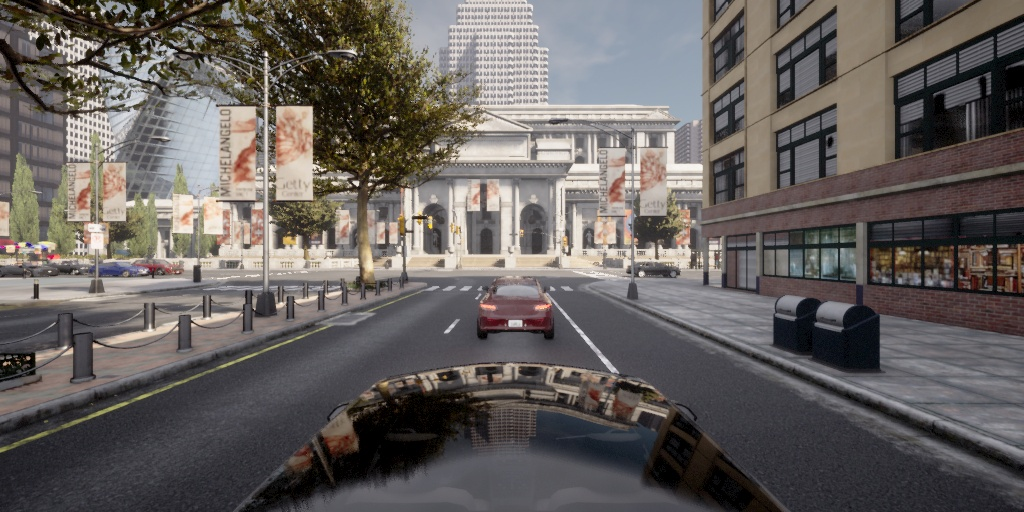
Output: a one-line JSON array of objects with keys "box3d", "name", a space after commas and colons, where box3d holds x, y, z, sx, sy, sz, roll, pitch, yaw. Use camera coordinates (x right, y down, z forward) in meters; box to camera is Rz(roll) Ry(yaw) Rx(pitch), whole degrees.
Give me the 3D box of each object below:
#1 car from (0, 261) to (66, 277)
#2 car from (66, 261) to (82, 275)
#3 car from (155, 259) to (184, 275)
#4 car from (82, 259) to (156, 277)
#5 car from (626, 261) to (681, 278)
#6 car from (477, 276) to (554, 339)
[{"box3d": [-46.104, 1.314, 34.177, 4.181, 1.385, 1.994, 0, 0, -1], "name": "car"}, {"box3d": [-46.267, 1.241, 37.684, 4.902, 1.511, 2.128, 0, 0, 0], "name": "car"}, {"box3d": [-37.312, 1.102, 37.647, 4.553, 1.767, 2.097, 0, 0, 0], "name": "car"}, {"box3d": [-37.344, 1.276, 34.152, 4.674, 1.442, 1.812, 0, 0, 0], "name": "car"}, {"box3d": [13.251, 1.255, 33.615, 4.892, 1.490, 1.837, 0, 0, 1], "name": "car"}, {"box3d": [0.111, 1.276, 9.959, 1.812, 1.442, 4.674, 0, 0, 1], "name": "car"}]
